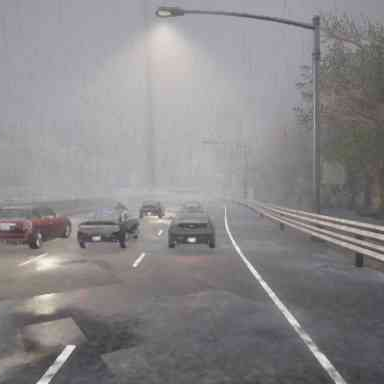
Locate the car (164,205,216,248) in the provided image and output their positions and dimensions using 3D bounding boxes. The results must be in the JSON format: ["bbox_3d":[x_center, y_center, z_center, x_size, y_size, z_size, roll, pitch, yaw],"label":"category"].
[{"bbox_3d":[0.000,1.516,14.651,1.837,1.490,4.892,0,0,0],"label":"car"}]

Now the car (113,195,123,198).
[{"bbox_3d":[-17.500,1.414,78.899,2.097,1.767,4.553,0,0,0],"label":"car"}]

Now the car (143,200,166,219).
[{"bbox_3d":[-3.500,1.526,29.651,1.837,1.490,4.892,0,0,0],"label":"car"}]

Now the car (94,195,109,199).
[{"bbox_3d":[-21.000,1.414,78.899,2.097,1.767,4.553,0,0,0],"label":"car"}]

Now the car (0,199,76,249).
[{"bbox_3d":[-7.000,1.366,14.621,2.097,1.767,4.553,0,0,0],"label":"car"}]

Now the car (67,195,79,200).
[{"bbox_3d":[-28.000,1.536,78.868,1.882,1.535,5.008,0,0,0],"label":"car"}]

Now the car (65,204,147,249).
[{"bbox_3d":[-3.500,1.495,14.651,2.128,1.511,4.902,0,0,0],"label":"car"}]

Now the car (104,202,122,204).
[{"bbox_3d":[-7.000,1.572,29.651,2.033,1.411,5.357,0,0,0],"label":"car"}]

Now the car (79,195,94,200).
[{"bbox_3d":[-24.500,1.559,78.868,1.837,1.490,4.892,0,0,0],"label":"car"}]

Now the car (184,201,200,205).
[{"bbox_3d":[0.000,1.542,29.651,1.812,1.442,4.674,0,0,0],"label":"car"}]
